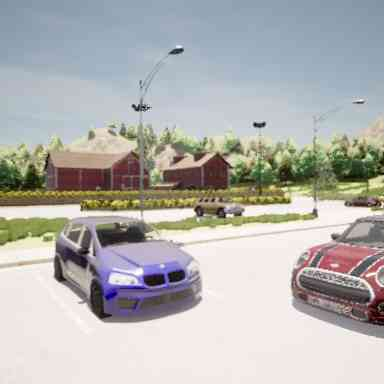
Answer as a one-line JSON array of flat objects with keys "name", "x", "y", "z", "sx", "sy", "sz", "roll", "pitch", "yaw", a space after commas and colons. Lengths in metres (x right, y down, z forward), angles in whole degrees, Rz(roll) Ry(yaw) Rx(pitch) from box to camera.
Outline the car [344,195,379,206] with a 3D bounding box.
[{"name": "car", "x": 20.371, "y": 1.117, "z": 39.818, "sx": 1.784, "sy": 1.438, "sz": 3.905, "roll": -1, "pitch": 0, "yaw": -35}]

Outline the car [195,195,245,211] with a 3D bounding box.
[{"name": "car", "x": 2.097, "y": 1.136, "z": 26.724, "sx": 1.932, "sy": 1.855, "sz": 4.605, "roll": -1, "pitch": 0, "yaw": -35}]

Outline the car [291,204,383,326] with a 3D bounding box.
[{"name": "car", "x": 4.122, "y": 1.277, "z": 6.855, "sx": 4.553, "sy": 1.767, "sz": 2.097, "roll": -1, "pitch": 0, "yaw": -35}]

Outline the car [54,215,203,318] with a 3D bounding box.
[{"name": "car", "x": -1.725, "y": 1.449, "z": 7.818, "sx": 2.242, "sy": 1.667, "sz": 4.611, "roll": -1, "pitch": 0, "yaw": -35}]
